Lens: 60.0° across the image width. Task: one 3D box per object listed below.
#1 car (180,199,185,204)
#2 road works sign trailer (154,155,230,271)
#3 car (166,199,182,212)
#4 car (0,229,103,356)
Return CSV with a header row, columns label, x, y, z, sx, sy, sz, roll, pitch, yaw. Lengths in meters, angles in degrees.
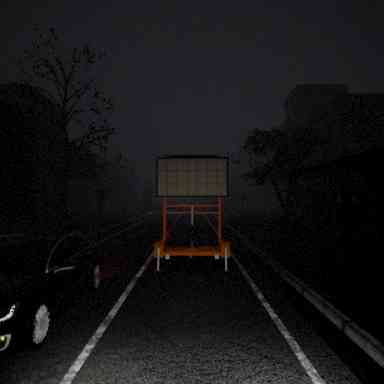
label,x,y,z,sx,sy,sz,roll,pitch,yaw
car,-2.929,2.515,89.344,1.812,1.442,4.674,0,0,0
road works sign trailer,0.009,0.567,11.193,2.380,3.560,2.880,0,-1,0
car,-3.059,2.225,49.683,2.033,1.411,5.357,0,-1,0
car,-3.094,1.538,6.315,1.837,1.490,4.892,0,-1,0
